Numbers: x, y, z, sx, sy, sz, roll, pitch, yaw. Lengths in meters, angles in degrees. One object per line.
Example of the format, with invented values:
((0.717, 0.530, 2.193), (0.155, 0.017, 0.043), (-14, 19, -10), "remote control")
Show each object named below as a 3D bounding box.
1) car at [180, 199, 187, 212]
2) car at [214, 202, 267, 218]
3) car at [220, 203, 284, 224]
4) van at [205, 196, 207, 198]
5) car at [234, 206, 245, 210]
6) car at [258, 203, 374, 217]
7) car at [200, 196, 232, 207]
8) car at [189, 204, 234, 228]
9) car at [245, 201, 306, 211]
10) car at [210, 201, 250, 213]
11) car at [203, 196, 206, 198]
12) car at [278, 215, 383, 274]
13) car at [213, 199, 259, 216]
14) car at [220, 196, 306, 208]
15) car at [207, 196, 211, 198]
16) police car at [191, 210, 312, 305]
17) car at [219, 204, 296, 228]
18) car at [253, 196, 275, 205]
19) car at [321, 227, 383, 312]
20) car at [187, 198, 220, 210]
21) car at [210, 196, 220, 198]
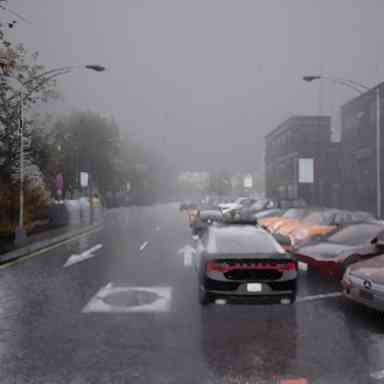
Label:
((-0.555, 1.781, 46.255), (2.097, 1.767, 4.553), (0, -1, 0), "car")
((4.908, 1.806, 33.653), (4.792, 1.488, 2.163), (1, 0, -21), "car")
((4.967, 1.747, 27.653), (4.792, 1.488, 2.163), (1, 0, -21), "car")
((4.837, 1.750, 51.736), (4.442, 1.987, 1.878), (1, -1, -21), "van")
((5.086, 1.674, 18.660), (4.674, 1.452, 2.002), (1, -1, -21), "car")
((5.189, 1.458, 12.665), (4.553, 1.767, 2.185), (1, 0, -21), "car")
((4.578, 1.858, 63.725), (5.566, 2.045, 2.435), (1, -1, -21), "car")
((0.942, 1.653, 18.315), (1.837, 1.490, 4.892), (0, -1, -1), "car")
((5.155, 1.483, 15.666), (4.553, 1.767, 2.185), (1, 0, -21), "car")
((4.836, 1.913, 42.676), (4.674, 1.452, 2.002), (1, 0, -21), "car")
((4.470, 2.035, 57.628), (5.366, 1.575, 1.946), (1, 0, -21), "car")
((5.164, 1.588, 9.643), (4.792, 1.488, 2.163), (1, 0, -21), "car")
((4.870, 1.682, 36.669), (4.553, 1.767, 2.185), (1, -1, -21), "car")
((5.048, 1.410, 21.641), (5.566, 2.045, 2.435), (1, 0, -21), "car")
((4.834, 1.781, 45.687), (4.553, 1.767, 2.185), (1, 0, -21), "car")
((1.061, 1.490, 8.426), (1.930, 1.638, 5.238), (0, 0, -1), "police car")
((4.853, 1.683, 24.594), (5.366, 1.575, 1.946), (1, 0, -21), "car")
((17.330, 2.045, 79.888), (2.435, 2.045, 5.566), (0, 0, -22), "car")
((5.231, 1.575, 6.652), (4.674, 1.452, 2.002), (1, 0, -21), "car")
((0.875, 1.552, 24.286), (2.097, 1.767, 4.553), (0, -1, -1), "car")
((4.942, 1.495, 30.656), (5.566, 2.045, 2.435), (1, 0, -21), "car")
